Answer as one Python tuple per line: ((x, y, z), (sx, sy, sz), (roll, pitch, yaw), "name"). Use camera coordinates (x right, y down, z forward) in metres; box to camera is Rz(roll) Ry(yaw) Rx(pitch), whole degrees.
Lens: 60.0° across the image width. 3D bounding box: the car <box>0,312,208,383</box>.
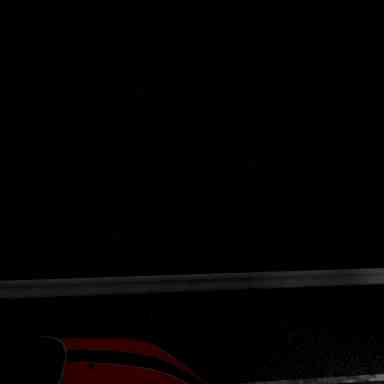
((-1.885, 1.352, 1.629), (4.553, 1.767, 2.097), (0, 0, -6), "car")
